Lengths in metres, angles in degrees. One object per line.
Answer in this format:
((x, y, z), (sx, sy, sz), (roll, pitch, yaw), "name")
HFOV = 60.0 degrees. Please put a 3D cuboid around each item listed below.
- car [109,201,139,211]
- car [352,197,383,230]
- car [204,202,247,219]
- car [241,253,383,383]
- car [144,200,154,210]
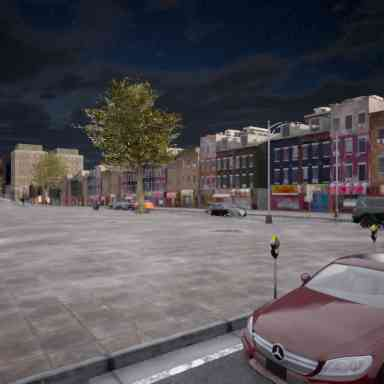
((-10.538, 2.246, 51.572), (2.033, 1.411, 5.357), (0, -1, -35), "car")
((12.457, 1.305, 19.635), (2.150, 2.045, 5.566), (0, -1, -40), "car")
((3.196, 1.765, 32.261), (2.128, 1.511, 4.902), (0, -1, -36), "car")
((2.572, 1.582, 4.638), (4.206, 1.307, 1.802), (0, 0, -35), "car")
((-7.951, 2.040, 52.868), (2.097, 1.767, 4.553), (0, -1, -36), "car")
